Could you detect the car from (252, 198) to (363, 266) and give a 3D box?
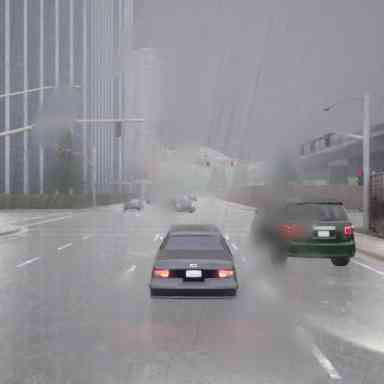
[{"bbox_3d":[3.574,1.220,11.644,2.150,2.045,5.566,0,0,1],"label":"car"}]

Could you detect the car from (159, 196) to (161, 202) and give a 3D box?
[{"bbox_3d":[-3.580,1.470,52.092,1.882,1.535,5.008,0,0,0],"label":"car"}]

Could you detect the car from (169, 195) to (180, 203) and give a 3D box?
[{"bbox_3d":[-3.504,1.468,67.317,1.882,1.535,5.008,0,0,1],"label":"car"}]

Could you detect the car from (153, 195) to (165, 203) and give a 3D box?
[{"bbox_3d":[-6.981,1.515,71.575,2.128,1.511,4.902,0,0,0],"label":"car"}]

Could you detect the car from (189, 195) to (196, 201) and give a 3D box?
[{"bbox_3d":[0.024,1.488,88.874,1.837,1.490,4.892,0,0,0],"label":"car"}]

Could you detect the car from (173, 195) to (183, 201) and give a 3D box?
[{"bbox_3d":[-3.478,1.474,82.403,2.128,1.511,4.902,0,0,0],"label":"car"}]

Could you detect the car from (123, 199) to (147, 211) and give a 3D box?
[{"bbox_3d":[-7.088,1.540,40.715,1.812,1.442,4.674,0,1,0],"label":"car"}]

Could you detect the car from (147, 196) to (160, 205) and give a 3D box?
[{"bbox_3d":[-7.059,1.593,59.371,1.895,1.301,4.718,0,0,0],"label":"car"}]

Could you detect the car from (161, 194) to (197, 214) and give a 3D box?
[{"bbox_3d":[-1.378,1.377,35.776,2.097,1.767,4.553,0,0,-23],"label":"car"}]

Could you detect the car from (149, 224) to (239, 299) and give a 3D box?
[{"bbox_3d":[0.057,1.546,8.611,2.033,1.411,5.357,0,0,1],"label":"car"}]

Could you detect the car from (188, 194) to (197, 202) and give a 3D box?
[{"bbox_3d":[0.021,1.345,78.630,2.097,1.767,4.553,0,0,0],"label":"car"}]
